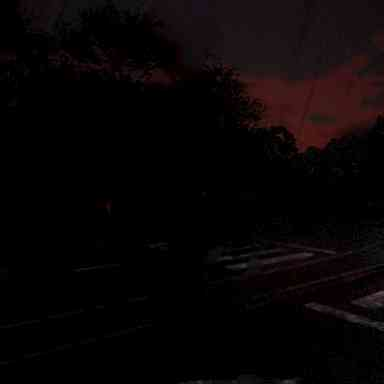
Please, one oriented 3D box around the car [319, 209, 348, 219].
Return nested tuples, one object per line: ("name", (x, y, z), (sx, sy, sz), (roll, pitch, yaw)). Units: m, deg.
("car", (22.858, 3.569, 53.665), (4.892, 1.490, 1.837), (4, -3, -18))
